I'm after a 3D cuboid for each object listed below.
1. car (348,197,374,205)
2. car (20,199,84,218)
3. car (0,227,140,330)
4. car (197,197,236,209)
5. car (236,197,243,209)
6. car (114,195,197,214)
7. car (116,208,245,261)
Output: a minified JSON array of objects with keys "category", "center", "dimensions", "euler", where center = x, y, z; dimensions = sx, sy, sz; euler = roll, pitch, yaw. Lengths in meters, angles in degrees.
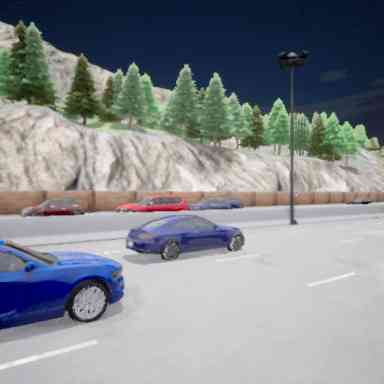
[{"category":"car","center":[26.369,1.608,51.915],"dimensions":[5.008,1.535,1.882],"euler":[0,0,-36]},{"category":"car","center":[-10.993,1.361,26.232],"dimensions":[4.553,1.767,2.097],"euler":[0,0,-35]},{"category":"car","center":[-3.589,1.478,5.486],"dimensions":[5.008,1.535,1.882],"euler":[0,0,-36]},{"category":"car","center":[1.428,1.382,30.674],"dimensions":[4.553,1.767,2.097],"euler":[0,0,-34]},{"category":"car","center":[4.077,1.395,40.953],"dimensions":[4.553,1.767,2.097],"euler":[0,0,-34]},{"category":"car","center":[-2.694,1.241,23.552],"dimensions":[5.566,2.045,2.150],"euler":[0,0,-35]},{"category":"car","center":[-0.146,1.537,12.237],"dimensions":[4.674,1.442,1.812],"euler":[0,0,-35]}]
